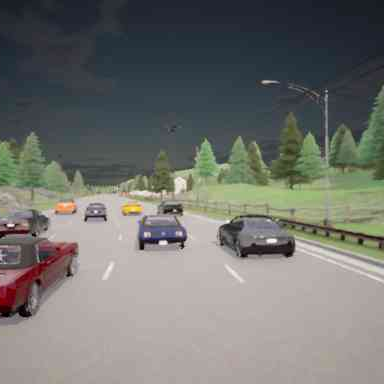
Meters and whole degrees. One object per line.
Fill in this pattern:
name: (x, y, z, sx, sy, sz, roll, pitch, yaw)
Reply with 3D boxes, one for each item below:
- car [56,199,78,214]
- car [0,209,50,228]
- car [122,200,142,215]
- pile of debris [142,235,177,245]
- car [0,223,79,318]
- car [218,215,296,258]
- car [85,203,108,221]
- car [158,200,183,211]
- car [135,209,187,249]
car: (-14.464, 1.553, 38.683, 2.097, 1.767, 4.553, 0, 0, -14)
car: (-9.275, 1.662, 18.458, 2.033, 1.411, 5.357, 0, 0, -13)
car: (-6.557, 1.613, 36.088, 1.882, 1.535, 5.008, 0, 0, -14)
pile of debris: (-1.569, 2.225, 15.585, 1.500, 0.140, 1.860, 0, 0, -11)
car: (-3.938, 1.649, 7.371, 1.895, 1.301, 4.718, 0, 0, -6)
car: (2.318, 1.578, 12.904, 1.994, 1.385, 4.181, 0, 0, -9)
car: (-8.326, 1.680, 29.012, 2.033, 1.411, 5.357, 0, 0, -15)
car: (-2.208, 1.574, 33.234, 1.882, 1.535, 5.008, 0, 0, -14)
car: (-1.472, 1.648, 14.849, 1.895, 1.301, 4.718, 0, 0, -10)
